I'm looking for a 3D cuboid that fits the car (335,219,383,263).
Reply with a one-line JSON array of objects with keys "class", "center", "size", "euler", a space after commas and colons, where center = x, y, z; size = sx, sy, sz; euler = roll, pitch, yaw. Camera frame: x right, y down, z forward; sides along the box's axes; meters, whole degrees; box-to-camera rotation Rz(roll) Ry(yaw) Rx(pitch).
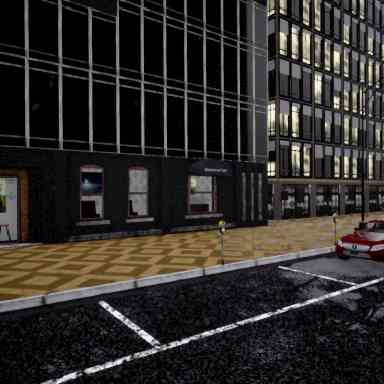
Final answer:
[{"class": "car", "center": [6.595, 1.580, 11.242], "size": [4.206, 1.307, 1.802], "euler": [0, 0, -35]}]
